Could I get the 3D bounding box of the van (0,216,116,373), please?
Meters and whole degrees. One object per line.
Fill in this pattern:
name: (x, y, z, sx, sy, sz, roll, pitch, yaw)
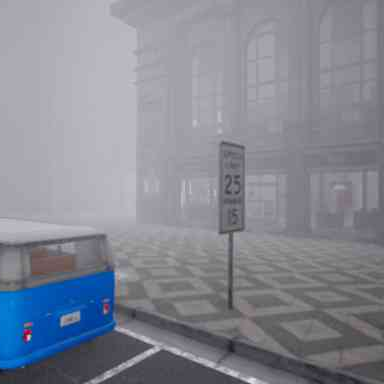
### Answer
van: (-2.979, 1.331, 5.268, 3.998, 1.788, 1.690, 0, 0, 37)
